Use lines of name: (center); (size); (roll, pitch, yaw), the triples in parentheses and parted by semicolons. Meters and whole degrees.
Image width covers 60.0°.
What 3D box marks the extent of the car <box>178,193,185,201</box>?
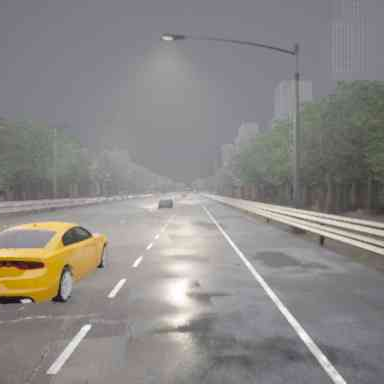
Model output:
car: (-3.500, 1.433, 85.032); (1.882, 1.535, 5.008); (0, 0, 0)

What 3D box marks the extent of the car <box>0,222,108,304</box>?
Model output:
car: (-3.499, 1.483, 8.237); (1.882, 1.535, 5.008); (0, 0, 0)

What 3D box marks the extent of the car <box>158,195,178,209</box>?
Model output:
car: (-3.501, 1.492, 45.365); (2.128, 1.511, 4.902); (0, 0, 0)
